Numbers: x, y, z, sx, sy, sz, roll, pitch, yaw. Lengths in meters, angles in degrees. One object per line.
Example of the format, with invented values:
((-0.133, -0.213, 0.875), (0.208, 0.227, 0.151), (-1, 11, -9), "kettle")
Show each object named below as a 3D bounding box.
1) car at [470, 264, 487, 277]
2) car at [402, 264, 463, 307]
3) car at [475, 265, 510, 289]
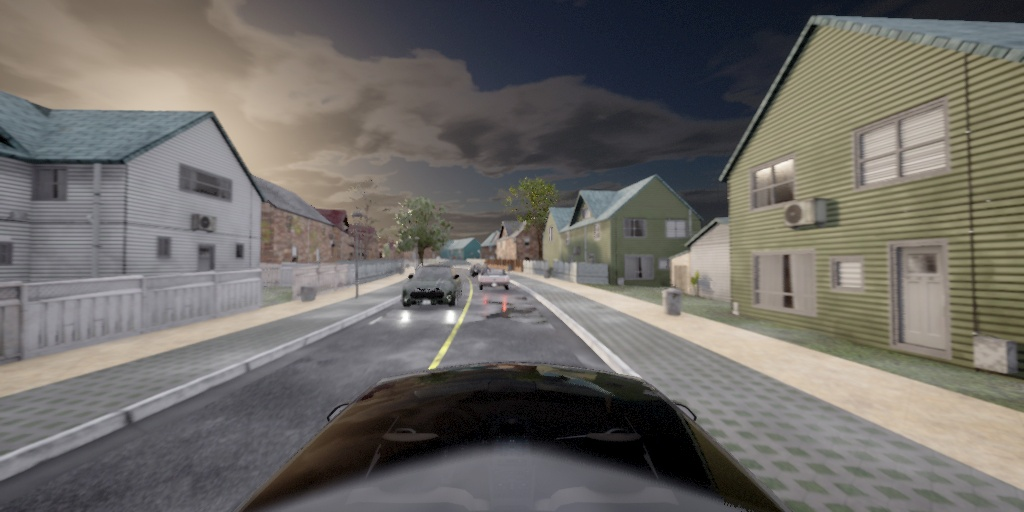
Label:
((-3.350, 1.488, 37.521), (1.895, 1.301, 4.718), (0, 0, -10), "car")
((-3.349, 1.169, 15.749), (2.097, 1.767, 4.553), (0, 0, -4), "car")
((-1.274, 1.444, 23.660), (1.895, 1.301, 4.718), (0, 0, -6), "car")
